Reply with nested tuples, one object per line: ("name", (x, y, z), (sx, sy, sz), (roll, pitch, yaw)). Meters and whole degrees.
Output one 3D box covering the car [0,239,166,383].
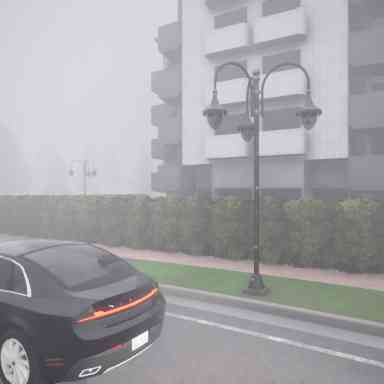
("car", (-2.698, 1.505, 5.158), (4.892, 1.490, 1.837), (0, 0, 31))
